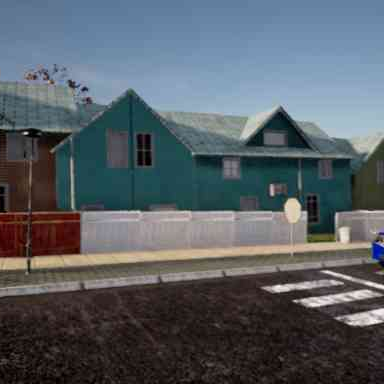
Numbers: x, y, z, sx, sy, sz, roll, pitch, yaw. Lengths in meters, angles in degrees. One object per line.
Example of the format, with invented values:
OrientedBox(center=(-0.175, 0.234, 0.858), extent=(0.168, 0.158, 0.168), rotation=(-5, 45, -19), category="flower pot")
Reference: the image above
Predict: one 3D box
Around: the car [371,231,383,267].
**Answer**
OrientedBox(center=(8.783, 1.662, 11.510), extent=(5.566, 2.045, 2.150), rotation=(2, -1, -26), category="car")
